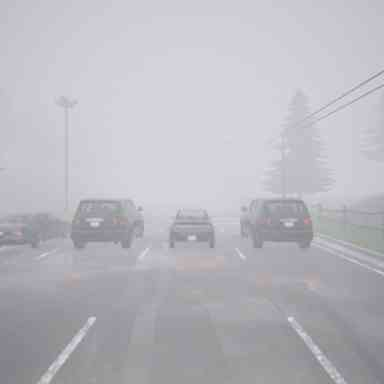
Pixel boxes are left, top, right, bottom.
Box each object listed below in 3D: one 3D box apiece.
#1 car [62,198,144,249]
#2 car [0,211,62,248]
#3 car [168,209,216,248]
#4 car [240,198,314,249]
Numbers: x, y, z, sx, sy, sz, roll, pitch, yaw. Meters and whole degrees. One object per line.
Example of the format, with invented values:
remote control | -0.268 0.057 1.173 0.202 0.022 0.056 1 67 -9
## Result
car | -3.500 1.255 14.680 2.150 2.045 5.566 0 0 0
car | -7.000 1.560 14.650 2.033 1.411 5.357 0 0 0
car | 0.000 1.492 14.650 2.128 1.511 4.902 0 0 0
car | 3.500 1.255 14.680 2.150 2.045 5.566 0 0 0
